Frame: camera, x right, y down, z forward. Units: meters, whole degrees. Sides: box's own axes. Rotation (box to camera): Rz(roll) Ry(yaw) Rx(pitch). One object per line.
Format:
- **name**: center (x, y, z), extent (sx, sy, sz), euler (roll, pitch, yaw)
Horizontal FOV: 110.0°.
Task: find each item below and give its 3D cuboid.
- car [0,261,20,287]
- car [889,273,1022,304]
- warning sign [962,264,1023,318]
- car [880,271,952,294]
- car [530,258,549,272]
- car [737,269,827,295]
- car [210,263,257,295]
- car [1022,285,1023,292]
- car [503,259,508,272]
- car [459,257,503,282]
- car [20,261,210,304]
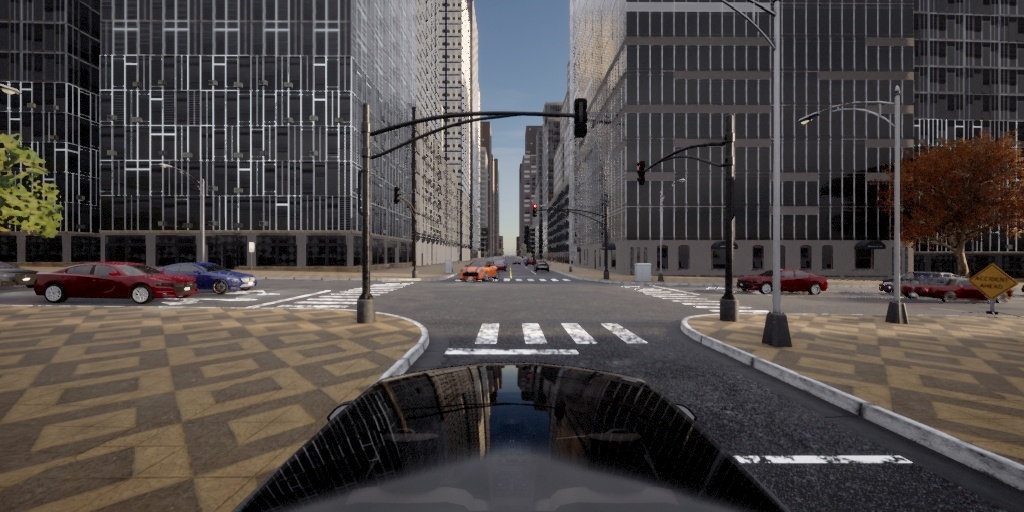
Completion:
- **car**: center (-24.912, 0.882, 16.833), extent (4.181, 1.385, 1.994), euler (1, 0, -3)
- **car**: center (23.568, 1.801, 19.176), extent (4.718, 1.301, 1.895), euler (1, 0, -3)
- **warning sign**: center (17.251, 1.204, 12.883), extent (1.060, 1.860, 1.300), euler (0, 0, -3)
- **car**: center (26.276, 1.740, 22.785), extent (4.902, 1.511, 2.128), euler (1, 0, -3)
- **car**: center (3.818, 1.329, 46.652), extent (1.948, 1.339, 4.313), euler (0, 0, 0)
- **car**: center (16.706, 1.554, 22.317), extent (5.008, 1.535, 1.882), euler (1, 0, -3)
- **car**: center (-14.986, 1.026, 17.316), extent (4.674, 1.442, 1.812), euler (1, 0, -1)
- **car**: center (36.267, 1.932, 23.263), extent (4.892, 1.490, 1.837), euler (1, 0, -3)
- **car**: center (-1.638, 1.241, 45.749), extent (1.882, 1.535, 5.008), euler (0, 0, 0)
- **car**: center (-2.601, 1.121, 29.319), extent (2.097, 1.767, 4.553), euler (0, 0, 14)
- **car**: center (-15.295, 0.973, 14.044), extent (5.008, 1.535, 1.882), euler (1, 0, -2)
